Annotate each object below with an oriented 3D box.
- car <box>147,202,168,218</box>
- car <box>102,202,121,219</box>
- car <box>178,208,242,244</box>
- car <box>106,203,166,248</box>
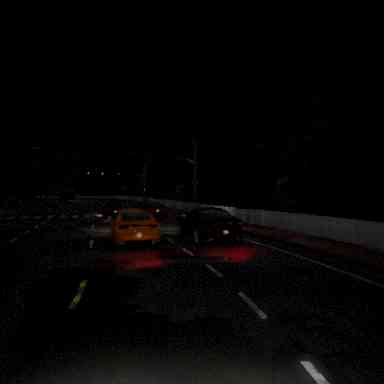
[{"bbox_3d":[-3.488,1.571,30.268,1.994,1.385,4.181,0,0,-16],"label":"car"},{"bbox_3d":[-6.849,1.571,29.294,1.994,1.385,4.181,0,0,-16],"label":"car"},{"bbox_3d":[0.687,1.484,15.861,1.882,1.535,5.008,0,0,-16],"label":"car"},{"bbox_3d":[-2.675,1.483,14.887,1.882,1.535,5.008,0,0,-16],"label":"car"}]
